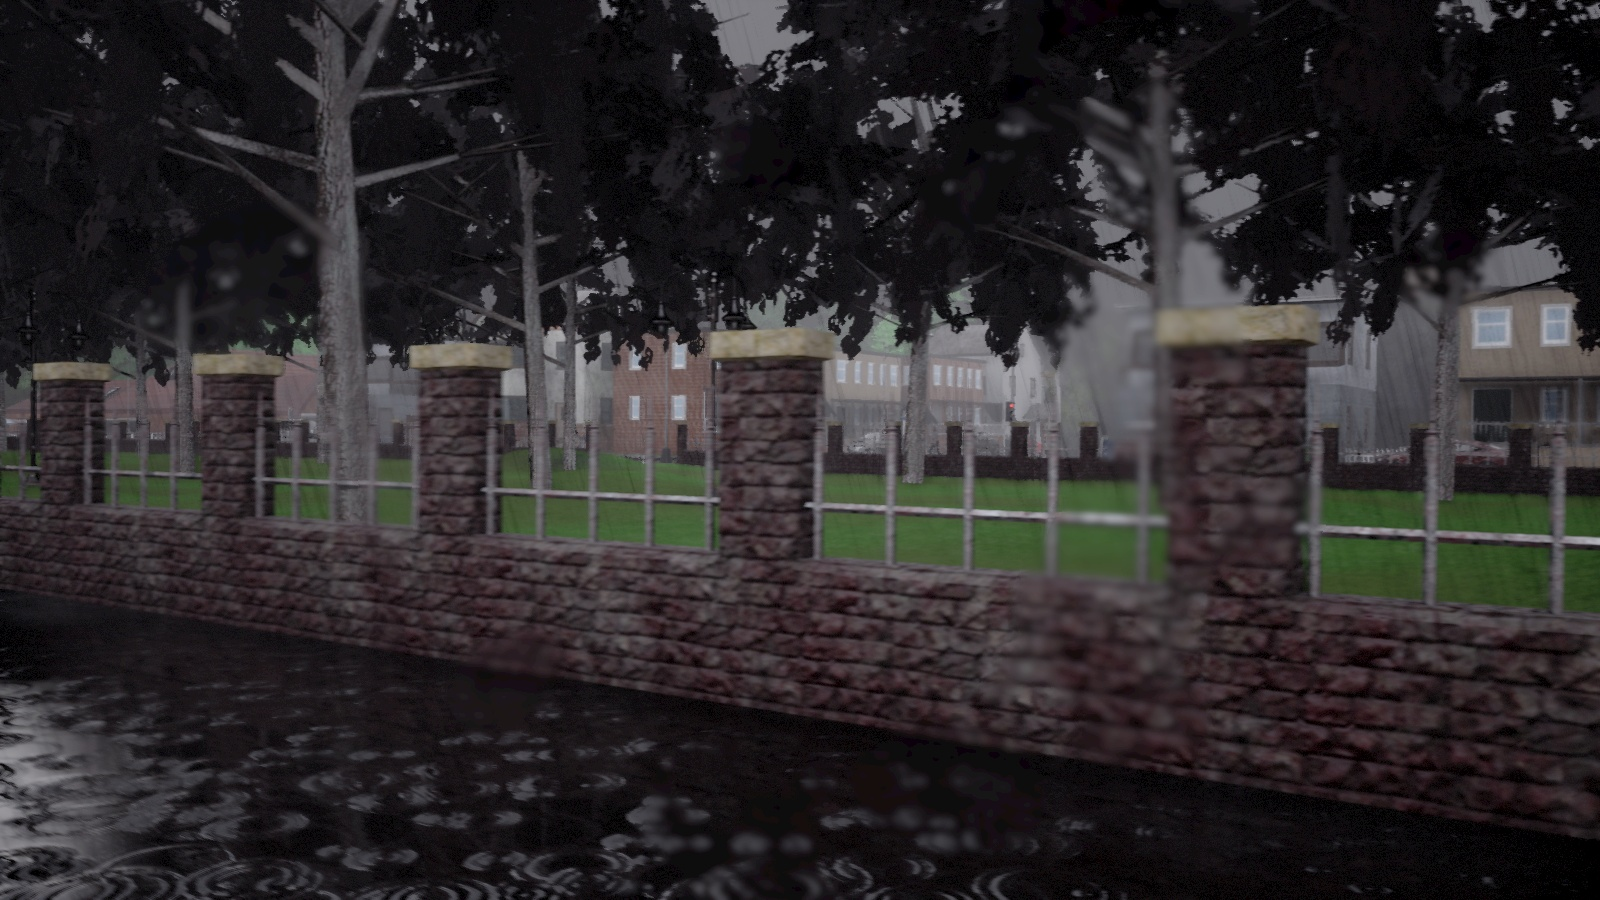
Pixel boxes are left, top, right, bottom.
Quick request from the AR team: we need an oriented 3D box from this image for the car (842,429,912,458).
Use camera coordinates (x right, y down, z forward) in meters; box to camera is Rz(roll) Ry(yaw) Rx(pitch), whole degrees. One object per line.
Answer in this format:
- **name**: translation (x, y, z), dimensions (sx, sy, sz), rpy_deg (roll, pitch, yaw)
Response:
- **car**: translation (4.661, -0.415, 75.765), dimensions (2.033, 1.649, 4.856), rpy_deg (0, 1, 34)

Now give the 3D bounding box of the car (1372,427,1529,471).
- **car**: translation (22.537, -0.042, 43.590), dimensions (4.674, 1.442, 1.812), rpy_deg (0, 1, 34)

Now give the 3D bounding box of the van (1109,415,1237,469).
- **van**: translation (14.523, -0.315, 48.922), dimensions (4.442, 1.987, 1.775), rpy_deg (0, 1, 34)

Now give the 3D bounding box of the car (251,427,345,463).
- **car**: translation (-29.311, -0.284, 73.265), dimensions (5.566, 2.045, 2.150), rpy_deg (0, 1, 32)

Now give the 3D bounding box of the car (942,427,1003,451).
- **car**: translation (11.955, -0.781, 86.694), dimensions (2.152, 1.651, 5.027), rpy_deg (0, 1, 34)
